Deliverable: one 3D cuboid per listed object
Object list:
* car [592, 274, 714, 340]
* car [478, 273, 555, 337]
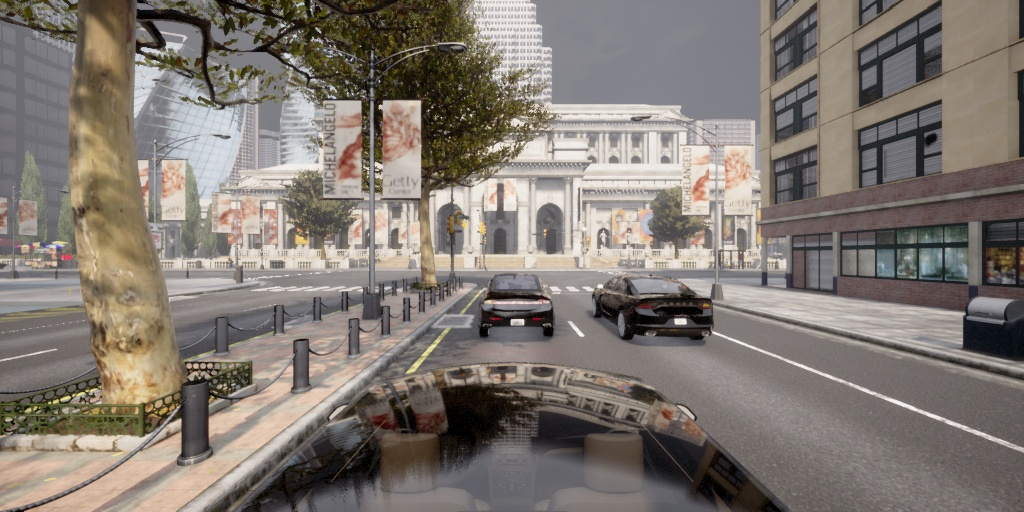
[{"bbox_3d":[3.564,1.228,10.019,1.882,1.535,5.008,0,0,0],"label":"car"},{"bbox_3d":[0.080,1.241,10.286,2.128,1.511,4.902,0,0,-1],"label":"car"}]
